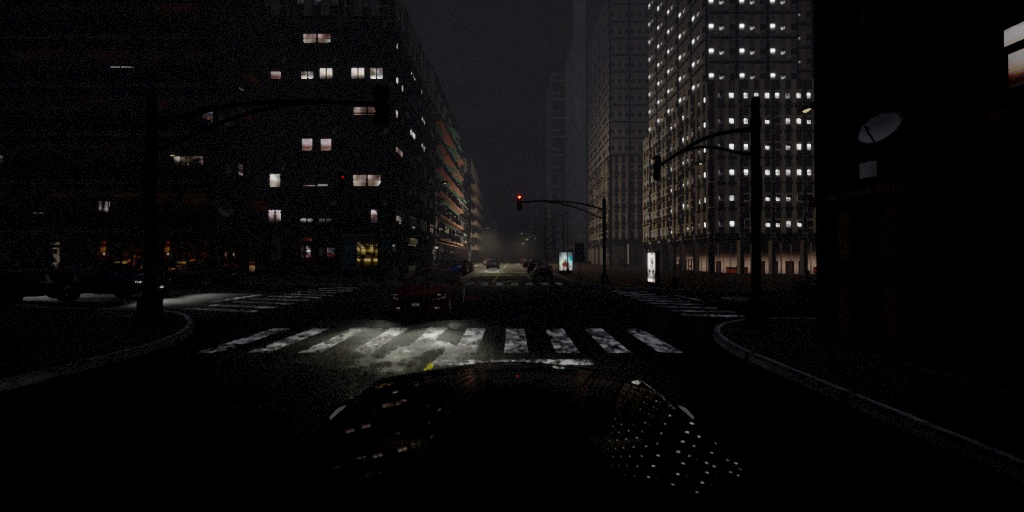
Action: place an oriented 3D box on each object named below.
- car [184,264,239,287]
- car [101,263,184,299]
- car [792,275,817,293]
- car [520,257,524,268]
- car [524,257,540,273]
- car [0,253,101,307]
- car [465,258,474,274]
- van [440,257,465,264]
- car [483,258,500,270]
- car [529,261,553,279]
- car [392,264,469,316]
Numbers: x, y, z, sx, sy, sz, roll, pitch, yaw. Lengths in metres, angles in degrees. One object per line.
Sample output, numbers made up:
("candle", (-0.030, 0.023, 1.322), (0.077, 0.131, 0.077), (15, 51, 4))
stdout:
("car", (-18.745, 1.104, 21.370), (4.313, 1.339, 1.948), (0, 0, 0))
("car", (-17.582, 1.033, 15.610), (4.674, 1.442, 1.812), (1, 0, 0))
("car", (19.443, 1.644, 21.679), (4.403, 1.370, 2.007), (0, 0, 0))
("car", (2.836, 1.221, 60.127), (1.967, 1.591, 4.097), (0, 0, 0))
("car", (2.795, 1.208, 43.545), (1.967, 1.591, 4.097), (0, 0, 0))
("car", (-18.744, 0.784, 12.990), (5.009, 1.841, 2.192), (0, 0, 0))
("car", (-5.600, 1.079, 38.039), (2.192, 1.841, 5.009), (0, 0, 0))
("van", (-5.613, 1.102, 32.511), (1.690, 1.789, 3.998), (0, 0, 0))
("car", (-2.872, 1.294, 53.702), (1.812, 1.442, 4.674), (0, 0, 0))
("car", (2.768, 1.343, 32.489), (1.802, 1.307, 4.207), (0, 0, 0))
("car", (-2.971, 1.232, 13.582), (1.882, 1.535, 5.008), (0, 0, 0))
